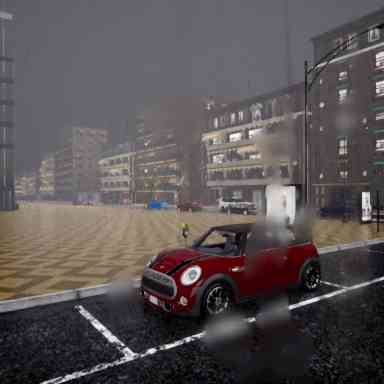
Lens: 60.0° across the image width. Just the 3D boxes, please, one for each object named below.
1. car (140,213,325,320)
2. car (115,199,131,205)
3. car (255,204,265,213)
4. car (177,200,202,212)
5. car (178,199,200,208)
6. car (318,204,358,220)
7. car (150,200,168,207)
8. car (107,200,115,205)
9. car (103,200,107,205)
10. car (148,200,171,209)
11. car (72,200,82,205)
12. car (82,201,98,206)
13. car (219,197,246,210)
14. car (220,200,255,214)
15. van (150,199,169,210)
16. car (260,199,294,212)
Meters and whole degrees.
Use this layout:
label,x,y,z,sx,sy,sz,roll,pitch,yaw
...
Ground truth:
label,x,y,z,sx,sy,sz,roll,pitch,yaw
car,0.918,1.440,7.228,4.097,1.590,1.967,0,0,-36
car,-16.860,2.529,83.577,1.967,1.590,4.097,-2,0,-36
car,8.954,1.887,33.499,2.008,1.369,4.403,-2,0,-36
car,-0.403,2.115,46.476,1.887,1.381,4.507,-2,0,-36
car,-0.507,2.119,61.039,1.967,1.590,4.097,-2,0,-36
car,13.990,1.809,31.204,1.994,1.385,4.181,-1,0,-36
car,-7.047,2.425,70.052,1.802,1.307,4.206,-2,0,-36
car,-20.127,2.737,88.085,1.947,1.339,4.313,-2,0,-36
car,-23.397,2.798,92.593,1.887,1.381,4.507,-2,0,-36
car,-5.851,2.250,58.719,1.837,1.490,4.892,-1,-1,-36
car,-30.181,2.862,87.673,1.887,1.381,4.507,-2,0,-36
car,-23.641,2.704,78.657,2.008,1.369,4.403,-2,0,-36
car,5.751,1.670,42.562,2.150,2.045,5.566,-1,0,-36
car,5.683,1.969,38.007,2.008,1.369,4.403,-2,0,-36
van,-5.330,2.035,53.357,1.690,1.788,3.998,-2,0,-36
car,11.361,1.824,44.889,1.967,1.590,4.097,-2,0,-36
